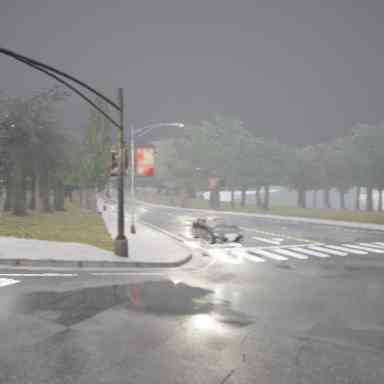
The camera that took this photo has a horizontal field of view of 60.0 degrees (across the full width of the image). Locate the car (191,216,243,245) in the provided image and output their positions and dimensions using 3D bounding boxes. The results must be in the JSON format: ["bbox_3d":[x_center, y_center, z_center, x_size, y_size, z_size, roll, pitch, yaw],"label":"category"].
[{"bbox_3d":[1.356,2.177,19.512,2.128,1.511,4.902,0,0,-17],"label":"car"}]
